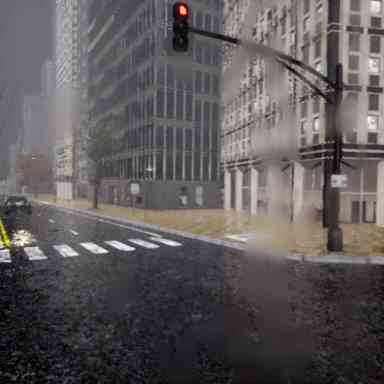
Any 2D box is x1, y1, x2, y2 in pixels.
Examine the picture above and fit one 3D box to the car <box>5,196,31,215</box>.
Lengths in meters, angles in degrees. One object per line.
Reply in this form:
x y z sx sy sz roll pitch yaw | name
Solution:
-16.981 1.181 32.380 2.097 1.767 4.553 0 0 -31 | car
